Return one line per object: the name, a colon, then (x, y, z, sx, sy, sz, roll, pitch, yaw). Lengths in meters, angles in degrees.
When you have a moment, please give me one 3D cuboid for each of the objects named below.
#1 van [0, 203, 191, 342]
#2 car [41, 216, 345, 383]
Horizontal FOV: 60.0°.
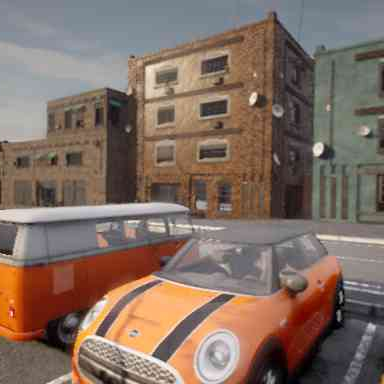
van: (-1.515, 1.232, 6.370, 1.878, 1.987, 4.442, 0, 0, 35)
car: (0.650, 1.345, 4.721, 2.185, 1.767, 4.553, 0, 0, 35)
